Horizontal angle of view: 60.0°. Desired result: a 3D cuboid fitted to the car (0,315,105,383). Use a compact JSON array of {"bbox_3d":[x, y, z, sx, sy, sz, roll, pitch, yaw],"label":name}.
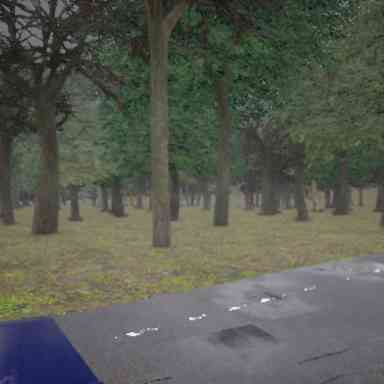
[{"bbox_3d":[-3.015,1.609,1.829,4.718,1.301,1.895,0,0,-35],"label":"car"}]
